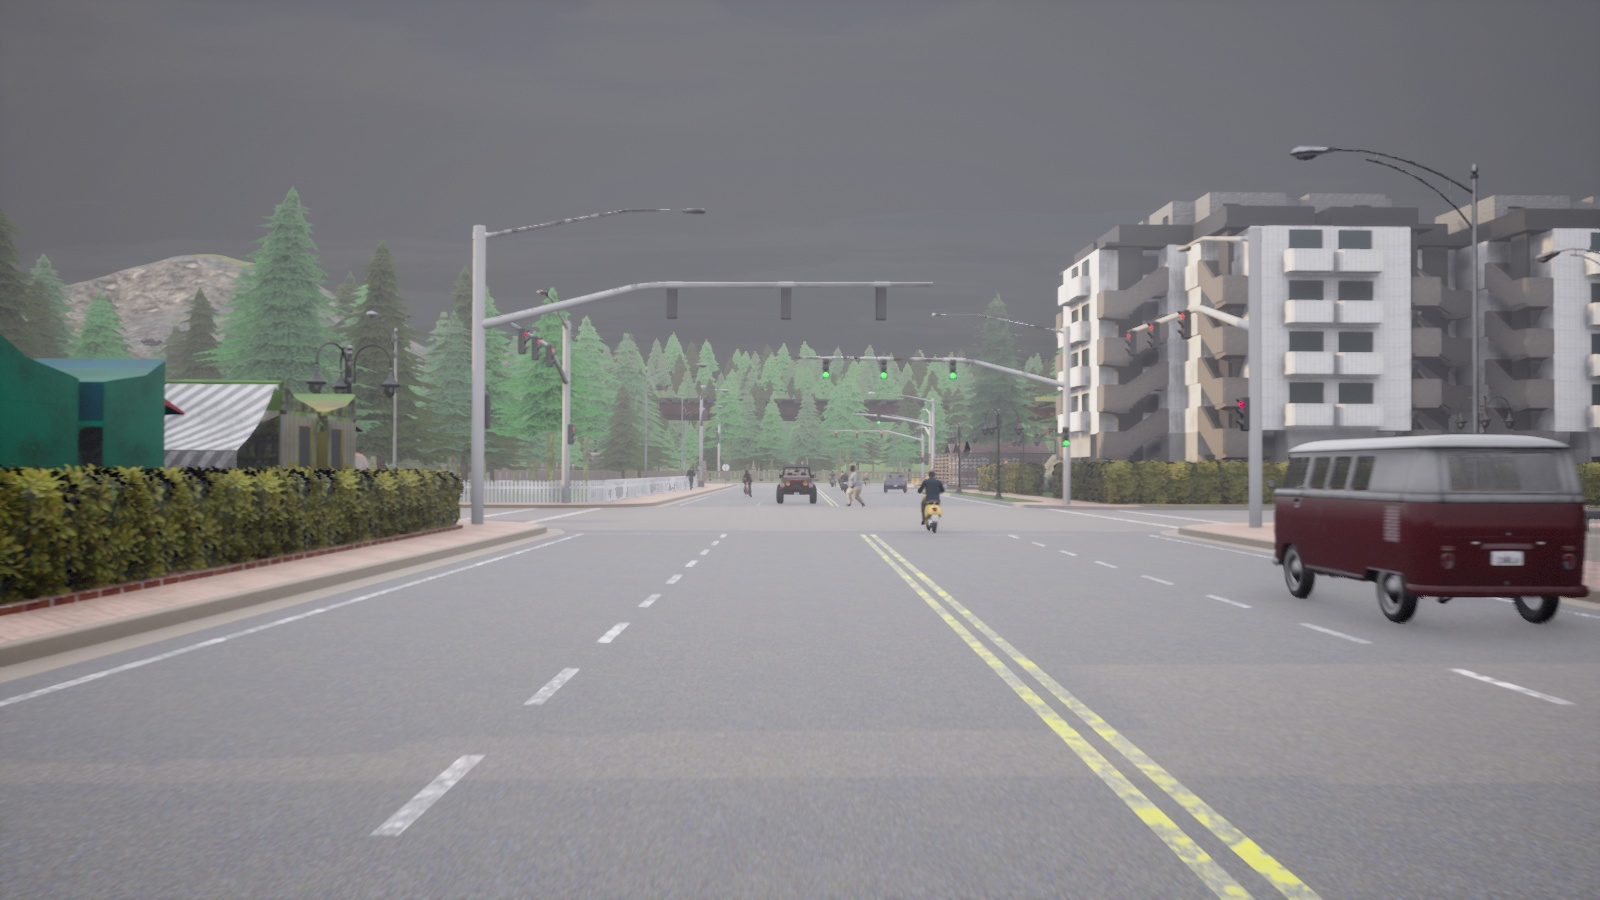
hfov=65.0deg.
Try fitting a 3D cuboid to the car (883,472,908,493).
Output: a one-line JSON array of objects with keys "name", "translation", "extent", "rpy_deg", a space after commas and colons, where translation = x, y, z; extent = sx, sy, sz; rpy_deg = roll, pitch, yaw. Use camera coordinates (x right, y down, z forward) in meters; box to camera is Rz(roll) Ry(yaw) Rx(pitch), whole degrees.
[{"name": "car", "translation": [7.027, 2.344, 92.250], "extent": [1.845, 1.501, 3.633], "rpy_deg": [0, -1, 5]}]

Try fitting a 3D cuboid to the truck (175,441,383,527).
[{"name": "truck", "translation": [-15.664, 1.014, 38.031], "extent": [5.204, 2.467, 2.627], "rpy_deg": [1, -1, -2]}]

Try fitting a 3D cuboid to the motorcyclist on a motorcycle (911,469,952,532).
[{"name": "motorcyclist on a motorcycle", "translation": [3.420, 1.302, 32.730], "extent": [0.866, 1.590, 1.817], "rpy_deg": [0, -1, 0]}]

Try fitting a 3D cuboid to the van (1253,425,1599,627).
[{"name": "van", "translation": [6.963, 0.784, 14.574], "extent": [1.775, 1.987, 4.442], "rpy_deg": [0, -1, 0]}]

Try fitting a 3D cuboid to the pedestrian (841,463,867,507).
[{"name": "pedestrian", "translation": [2.325, 1.500, 53.728], "extent": [0.900, 1.855, 0.874], "rpy_deg": [0, -1, -14]}]

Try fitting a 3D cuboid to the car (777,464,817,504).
[{"name": "car", "translation": [-0.151, 1.638, 61.313], "extent": [1.905, 1.878, 3.866], "rpy_deg": [0, -1, 0]}]
